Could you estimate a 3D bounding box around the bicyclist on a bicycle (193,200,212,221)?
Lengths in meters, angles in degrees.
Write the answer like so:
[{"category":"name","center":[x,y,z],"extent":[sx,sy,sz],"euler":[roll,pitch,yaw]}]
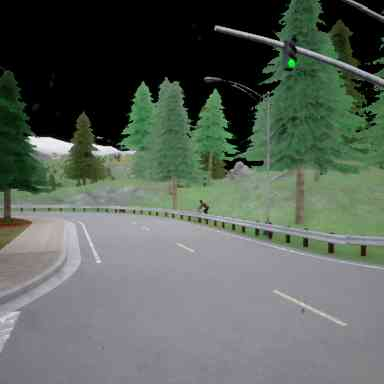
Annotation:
[{"category":"bicyclist on a bicycle","center":[0.840,1.432,25.529],"extent":[1.656,1.620,0.582],"euler":[-1,2,-20]}]
